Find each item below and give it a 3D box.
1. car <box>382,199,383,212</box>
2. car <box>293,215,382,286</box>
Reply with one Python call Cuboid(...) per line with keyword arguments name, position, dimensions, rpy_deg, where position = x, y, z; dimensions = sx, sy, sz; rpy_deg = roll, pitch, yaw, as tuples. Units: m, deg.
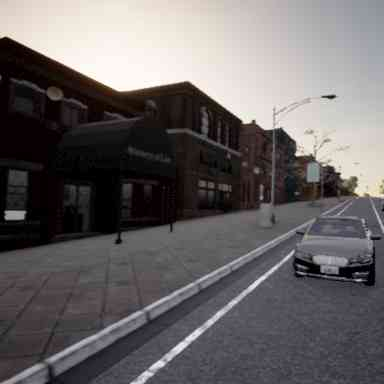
Cuboid(name="car", position=(22.166, 1.242, 36.599), dimensions=(2.097, 1.767, 4.553), rpy_deg=(1, 1, 28))
Cuboid(name="car", position=(4.237, 1.475, 9.630), dimensions=(2.128, 1.511, 4.902), rpy_deg=(1, 0, 28))
